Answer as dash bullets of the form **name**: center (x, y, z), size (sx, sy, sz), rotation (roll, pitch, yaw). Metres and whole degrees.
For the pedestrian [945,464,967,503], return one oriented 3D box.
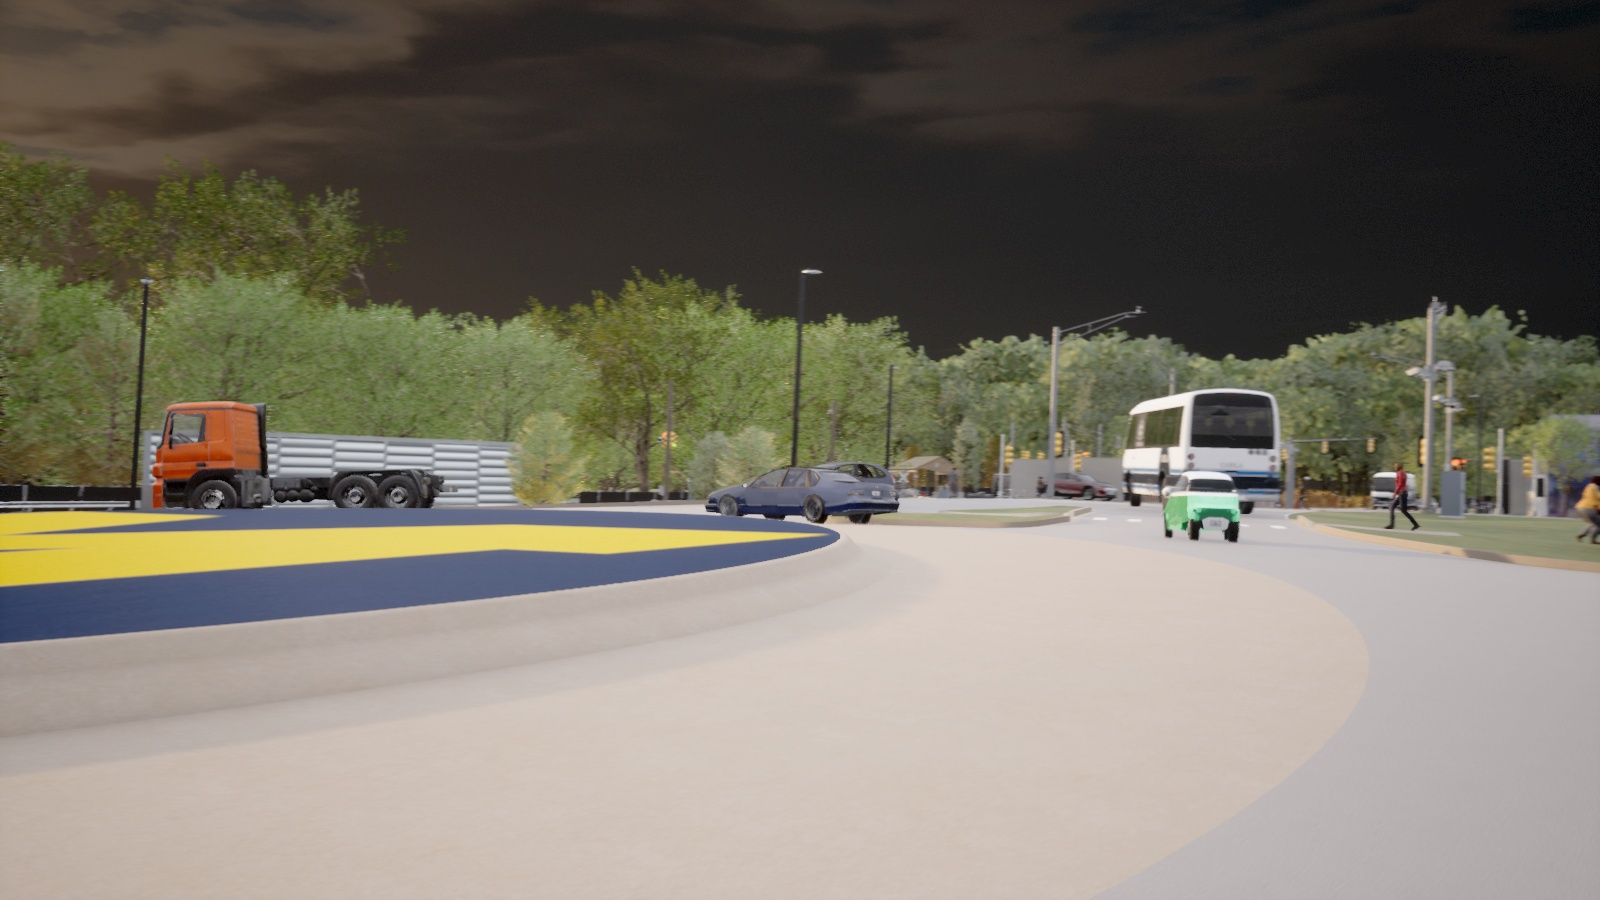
- **pedestrian**: center (8.051, 1.736, 64.787), size (0.873, 1.952, 0.659), rotation (4, -3, -44)

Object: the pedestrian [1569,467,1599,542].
- **pedestrian**: center (19.991, 1.385, 31.626), size (0.900, 1.855, 0.874), rotation (1, -2, 23)

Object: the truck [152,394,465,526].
- **truck**: center (-14.088, 0.306, 36.587), size (7.936, 3.462, 2.891), rotation (-2, -2, -6)

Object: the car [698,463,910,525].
- **car**: center (0.012, 1.137, 31.448), size (5.357, 1.411, 2.033), rotation (-2, -4, 44)

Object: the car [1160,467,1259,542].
- **car**: center (8.111, 1.067, 25.014), size (1.481, 1.376, 2.207), rotation (2, -2, 8)

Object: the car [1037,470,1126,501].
- **car**: center (16.479, 2.064, 73.601), size (2.033, 1.649, 4.856), rotation (4, -3, -38)

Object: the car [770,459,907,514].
- **car**: center (1.243, 1.139, 40.304), size (3.988, 1.617, 1.851), rotation (0, 1, -30)

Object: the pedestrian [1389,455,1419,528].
- **pedestrian**: center (15.468, 1.064, 32.161), size (0.636, 1.846, 0.331), rotation (1, -2, 28)

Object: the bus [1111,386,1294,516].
- **bus**: center (14.653, 0.072, 46.901), size (3.944, 4.253, 10.273), rotation (1, 0, 3)
